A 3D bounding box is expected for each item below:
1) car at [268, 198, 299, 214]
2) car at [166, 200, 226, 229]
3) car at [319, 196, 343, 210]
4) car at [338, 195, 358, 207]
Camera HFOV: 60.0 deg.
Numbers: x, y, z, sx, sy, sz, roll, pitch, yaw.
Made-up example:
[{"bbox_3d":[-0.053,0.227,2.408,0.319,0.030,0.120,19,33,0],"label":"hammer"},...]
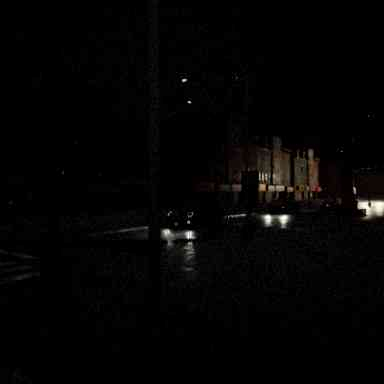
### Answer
[{"bbox_3d":[9.441,1.417,34.214,1.882,1.535,5.008,-1,0,36],"label":"car"},{"bbox_3d":[0.349,1.321,21.540,2.097,1.767,4.553,-1,0,36],"label":"car"},{"bbox_3d":[16.472,1.466,39.075,1.994,1.385,4.181,-1,0,36],"label":"car"},{"bbox_3d":[22.224,1.483,47.192,1.895,1.301,4.718,-1,0,36],"label":"car"}]
